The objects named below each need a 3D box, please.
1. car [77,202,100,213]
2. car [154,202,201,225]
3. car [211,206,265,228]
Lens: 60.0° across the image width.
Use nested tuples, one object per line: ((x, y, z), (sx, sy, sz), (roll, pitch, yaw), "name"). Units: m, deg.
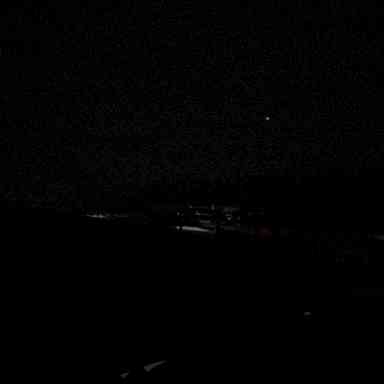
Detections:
((-13.426, 2.033, 43.065), (2.128, 1.511, 4.902), (1, -1, -35), "car")
((-1.284, 1.629, 26.023), (2.097, 1.767, 4.553), (1, -1, -36), "car")
((3.258, 1.760, 24.677), (2.128, 1.511, 4.902), (1, -2, -31), "car")
